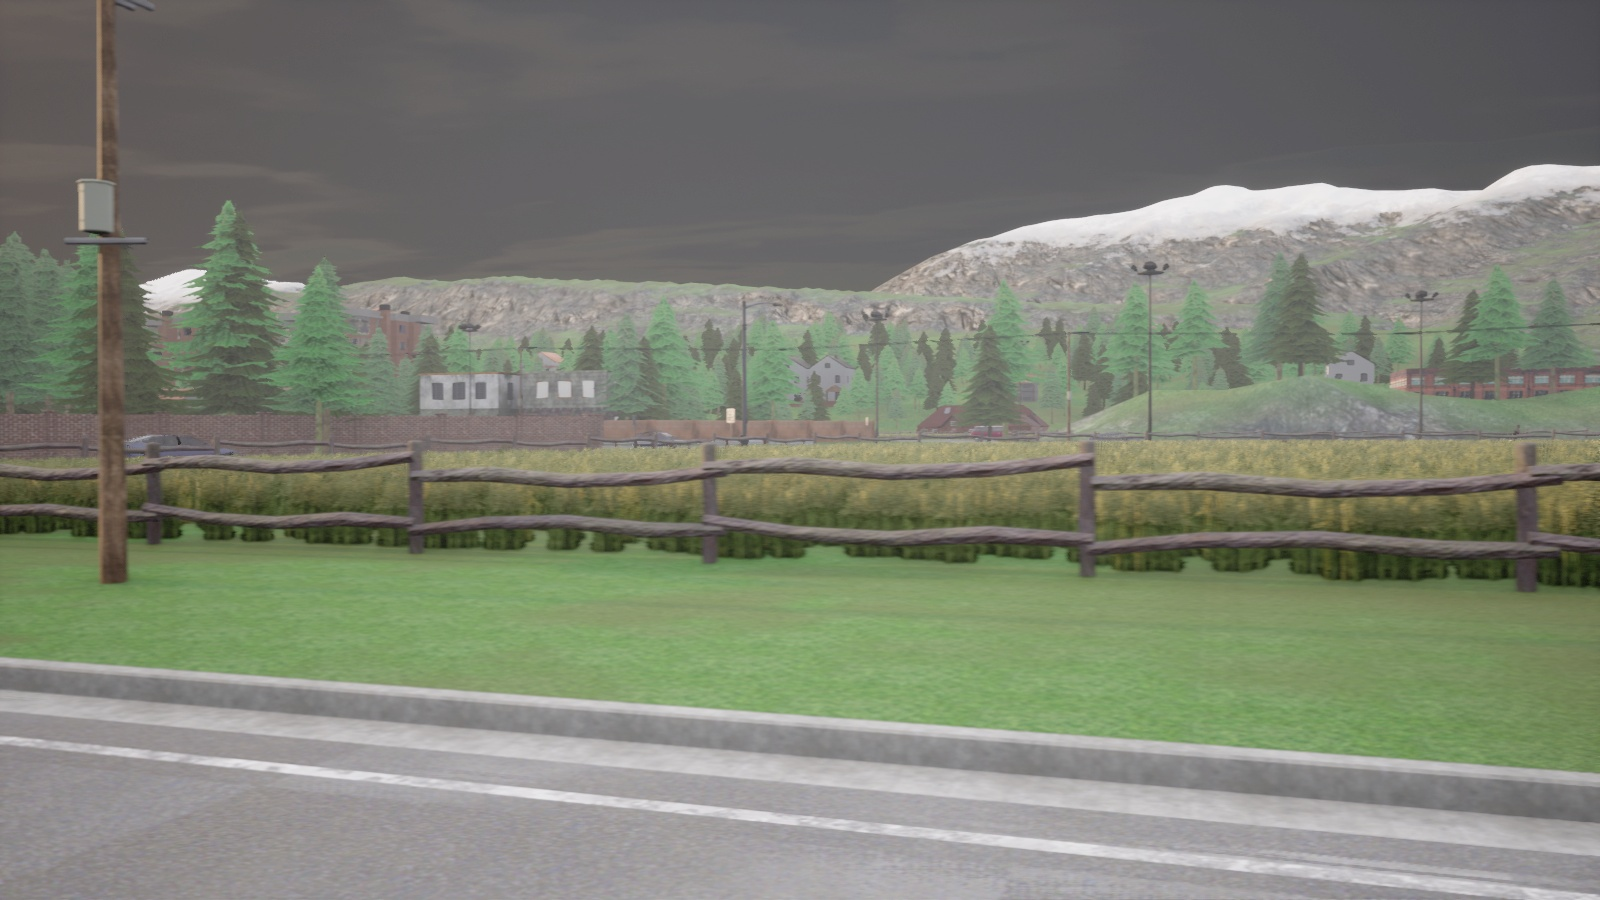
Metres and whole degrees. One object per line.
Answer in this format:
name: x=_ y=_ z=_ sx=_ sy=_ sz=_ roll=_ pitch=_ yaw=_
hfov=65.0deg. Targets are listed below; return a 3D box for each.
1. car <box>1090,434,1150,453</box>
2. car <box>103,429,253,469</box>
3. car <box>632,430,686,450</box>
car: x=23.771 y=-0.513 z=93.220 sx=4.181 sy=1.385 sz=1.994 roll=1 pitch=1 yaw=18
car: x=-24.367 y=-0.055 z=49.319 sx=2.163 sy=1.488 sz=4.792 roll=1 pitch=1 yaw=42
car: x=-10.918 y=-0.793 z=97.340 sx=3.705 sy=1.549 sz=1.789 roll=0 pitch=1 yaw=18
